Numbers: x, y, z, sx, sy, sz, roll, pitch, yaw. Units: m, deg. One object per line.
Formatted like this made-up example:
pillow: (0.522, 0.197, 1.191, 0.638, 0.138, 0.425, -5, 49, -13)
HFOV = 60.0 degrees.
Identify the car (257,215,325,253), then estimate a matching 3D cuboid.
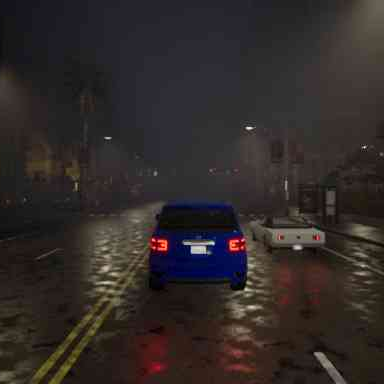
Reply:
car: (3.631, 1.597, 13.617, 1.895, 1.301, 4.718, 0, 0, 0)

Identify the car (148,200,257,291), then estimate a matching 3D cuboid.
car: (0.121, 1.219, 9.157, 2.150, 2.045, 5.566, 0, 0, 0)

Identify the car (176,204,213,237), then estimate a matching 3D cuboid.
car: (0.146, 1.500, 19.019, 1.837, 1.490, 4.892, 0, 0, 0)
